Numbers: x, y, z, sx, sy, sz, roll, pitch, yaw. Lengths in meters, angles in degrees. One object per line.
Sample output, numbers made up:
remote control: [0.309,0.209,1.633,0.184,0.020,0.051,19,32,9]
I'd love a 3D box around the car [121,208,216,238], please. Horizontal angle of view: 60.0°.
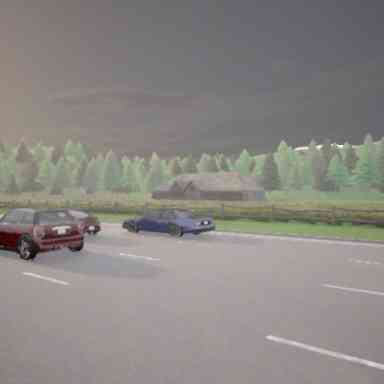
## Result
car: [-1.360,1.583,17.855,5.357,1.411,2.033,0,0,35]

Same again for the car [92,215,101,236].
car: [-6.714,1.574,17.373,4.674,1.442,1.812,0,0,35]

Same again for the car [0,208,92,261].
car: [-6.233,1.391,12.733,4.553,1.767,2.097,0,0,35]
